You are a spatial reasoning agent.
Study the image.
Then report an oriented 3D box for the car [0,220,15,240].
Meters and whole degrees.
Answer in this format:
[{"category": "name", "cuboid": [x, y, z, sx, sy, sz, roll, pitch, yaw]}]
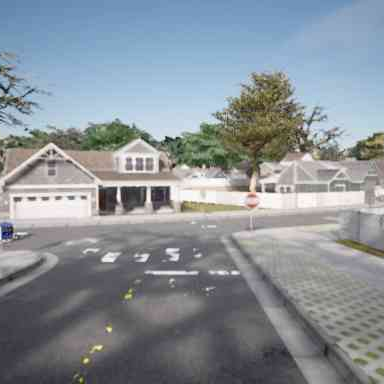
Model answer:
[{"category": "car", "cuboid": [-11.047, 1.643, 15.444, 5.008, 1.535, 1.882, 0, 3, -20]}]
